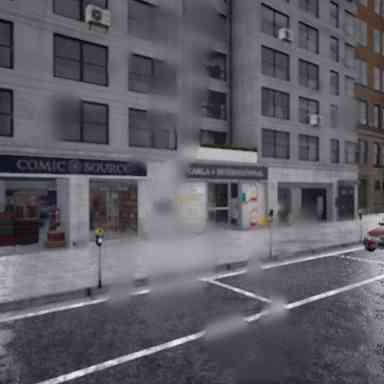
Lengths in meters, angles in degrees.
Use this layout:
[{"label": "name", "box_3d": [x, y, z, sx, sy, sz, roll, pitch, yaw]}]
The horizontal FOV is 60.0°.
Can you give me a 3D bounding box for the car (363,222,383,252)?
[{"label": "car", "box_3d": [8.018, 1.496, 12.250, 4.206, 1.307, 1.802, 0, 0, -35]}]
